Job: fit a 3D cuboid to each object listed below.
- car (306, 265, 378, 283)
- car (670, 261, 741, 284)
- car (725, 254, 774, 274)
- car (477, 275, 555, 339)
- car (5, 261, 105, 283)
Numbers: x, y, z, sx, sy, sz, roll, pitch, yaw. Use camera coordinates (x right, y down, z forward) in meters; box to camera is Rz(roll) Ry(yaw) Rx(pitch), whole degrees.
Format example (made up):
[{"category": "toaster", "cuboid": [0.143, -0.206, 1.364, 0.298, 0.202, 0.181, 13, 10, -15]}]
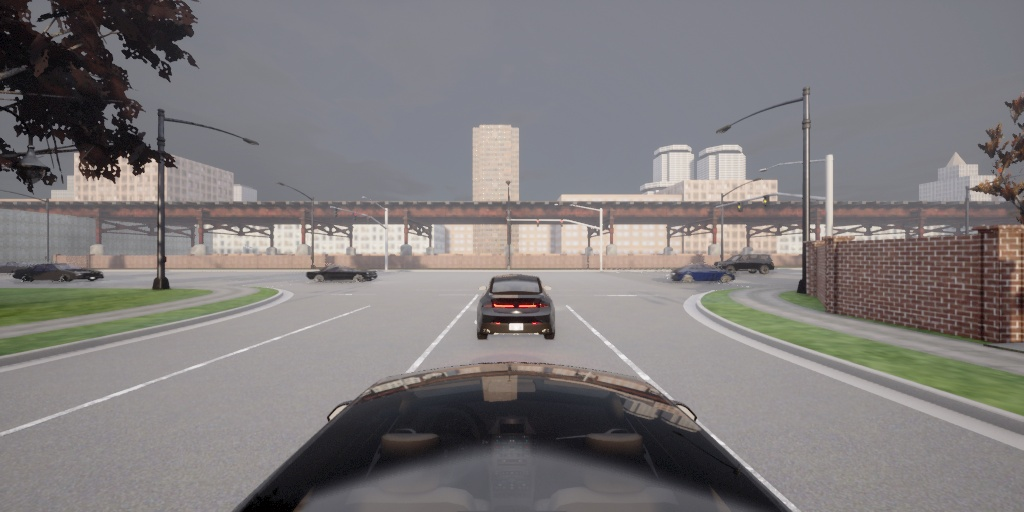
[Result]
[{"category": "car", "cuboid": [-12.650, 1.351, 26.915, 4.718, 1.301, 1.895, 0, 0, 2]}, {"category": "car", "cuboid": [13.833, 1.262, 26.204, 4.181, 1.385, 1.994, 0, 0, 2]}, {"category": "car", "cuboid": [23.556, 0.835, 36.631, 5.566, 2.045, 2.150, -1, 0, 3]}, {"category": "car", "cuboid": [0.093, 1.256, 10.028, 1.837, 1.490, 4.892, 0, 0, 0]}, {"category": "car", "cuboid": [-34.781, 1.297, 27.555, 5.357, 1.411, 2.033, 0, 0, 2]}]
